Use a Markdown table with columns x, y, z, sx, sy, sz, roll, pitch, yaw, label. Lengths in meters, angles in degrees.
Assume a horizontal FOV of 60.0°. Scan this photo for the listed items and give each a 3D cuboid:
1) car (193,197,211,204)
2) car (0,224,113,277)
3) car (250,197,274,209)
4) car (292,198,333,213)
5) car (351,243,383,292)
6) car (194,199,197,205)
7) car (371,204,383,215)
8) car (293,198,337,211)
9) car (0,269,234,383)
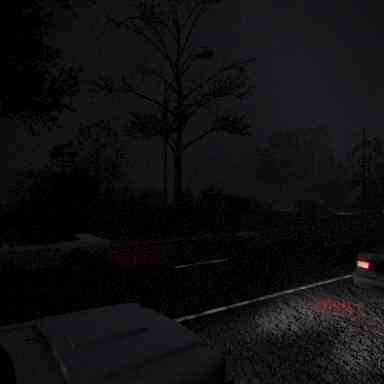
| x | y | z | sx | sy | sz | roll | pitch | yaw | label |
| --- | --- | --- | --- | --- | --- | --- | --- | --- | --- |
| 2.064 | 1.754 | 69.149 | 1.882 | 1.535 | 5.008 | 0 | -1 | -22 | car |
| -4.765 | 1.601 | 9.166 | 4.718 | 1.301 | 1.895 | 0 | 0 | -35 | car |
| 9.069 | 1.510 | 45.381 | 1.882 | 1.535 | 5.008 | 0 | 0 | -27 | car |
| 13.416 | 1.508 | 37.154 | 1.837 | 1.490 | 4.892 | 0 | 0 | -28 | car |
| 5.934 | 1.547 | 7.808 | 5.357 | 1.411 | 2.033 | 0 | 0 | -35 | car |
| 2.243 | 1.711 | 59.802 | 1.994 | 1.385 | 4.181 | 0 | -1 | -23 | car |
| 20.307 | 1.601 | 32.417 | 1.895 | 1.301 | 4.718 | 0 | 0 | -33 | car |
| 15.158 | 1.501 | 41.276 | 2.128 | 1.511 | 4.902 | 0 | 0 | -28 | car |
| -1.953 | 1.601 | 2.318 | 4.718 | 1.301 | 1.895 | 0 | 0 | -35 | car |
